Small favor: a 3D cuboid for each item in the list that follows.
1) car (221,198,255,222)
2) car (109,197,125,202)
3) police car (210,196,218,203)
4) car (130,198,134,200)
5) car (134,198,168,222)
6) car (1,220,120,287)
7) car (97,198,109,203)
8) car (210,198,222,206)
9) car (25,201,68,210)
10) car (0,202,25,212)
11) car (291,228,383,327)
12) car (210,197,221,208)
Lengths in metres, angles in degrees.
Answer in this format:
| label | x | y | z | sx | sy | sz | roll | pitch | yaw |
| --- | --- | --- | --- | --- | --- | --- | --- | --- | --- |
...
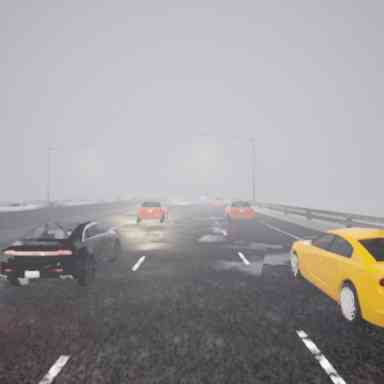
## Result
| label | x | y | z | sx | sy | sz | roll | pitch | yaw |
| --- | --- | --- | --- | --- | --- | --- | --- | --- | --- |
| car | 3.842 | 1.496 | 27.609 | 2.097 | 1.767 | 4.553 | 0 | 0 | 1 |
| car | -15.946 | 1.930 | 72.832 | 1.882 | 1.535 | 5.008 | 0 | 0 | 2 |
| police car | 5.814 | 2.025 | 88.512 | 1.930 | 1.638 | 5.238 | 0 | -1 | 3 |
| car | -12.450 | 1.976 | 72.677 | 1.812 | 1.442 | 4.674 | 0 | 0 | 2 |
| car | -3.161 | 1.494 | 27.486 | 2.097 | 1.767 | 4.553 | 0 | 0 | 1 |
| car | -3.363 | 1.537 | 9.453 | 2.128 | 1.511 | 4.902 | 0 | 0 | 0 |
| car | -19.443 | 2.005 | 72.987 | 1.994 | 1.385 | 4.181 | 0 | 0 | 2 |
| car | 4.816 | 1.918 | 66.609 | 2.163 | 1.488 | 4.792 | 0 | 0 | 2 |
| car | -13.766 | 1.663 | 32.597 | 2.128 | 1.511 | 4.902 | 0 | 0 | 1 |
| car | -17.262 | 1.697 | 32.831 | 1.812 | 1.442 | 4.674 | 0 | -1 | 1 |
| car | 3.625 | 1.513 | 7.150 | 1.882 | 1.535 | 5.008 | 0 | 0 | 0 |
| car | 4.422 | 1.680 | 55.635 | 2.097 | 1.767 | 4.553 | 0 | 0 | 2 |
